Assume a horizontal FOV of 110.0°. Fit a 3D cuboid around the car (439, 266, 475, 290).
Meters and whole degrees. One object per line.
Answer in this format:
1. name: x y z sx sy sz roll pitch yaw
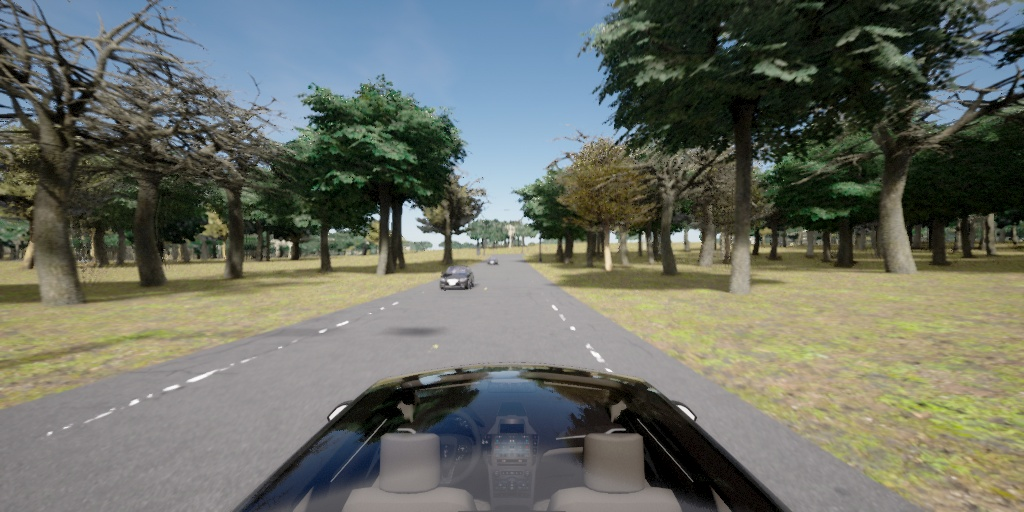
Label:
1. car: -3.596 1.409 24.084 2.128 1.511 4.902 0 0 0
